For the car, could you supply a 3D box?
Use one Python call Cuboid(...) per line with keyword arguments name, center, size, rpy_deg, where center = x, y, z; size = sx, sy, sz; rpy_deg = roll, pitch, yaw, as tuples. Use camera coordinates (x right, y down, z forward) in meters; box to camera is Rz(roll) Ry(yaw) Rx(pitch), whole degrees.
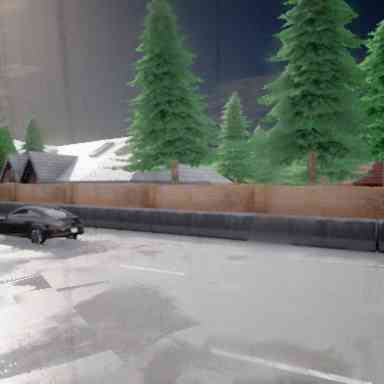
Cuboid(name="car", center=(-6.610, 1.284, 14.008), size=(4.674, 1.442, 1.812), rpy_deg=(1, 1, 28))
